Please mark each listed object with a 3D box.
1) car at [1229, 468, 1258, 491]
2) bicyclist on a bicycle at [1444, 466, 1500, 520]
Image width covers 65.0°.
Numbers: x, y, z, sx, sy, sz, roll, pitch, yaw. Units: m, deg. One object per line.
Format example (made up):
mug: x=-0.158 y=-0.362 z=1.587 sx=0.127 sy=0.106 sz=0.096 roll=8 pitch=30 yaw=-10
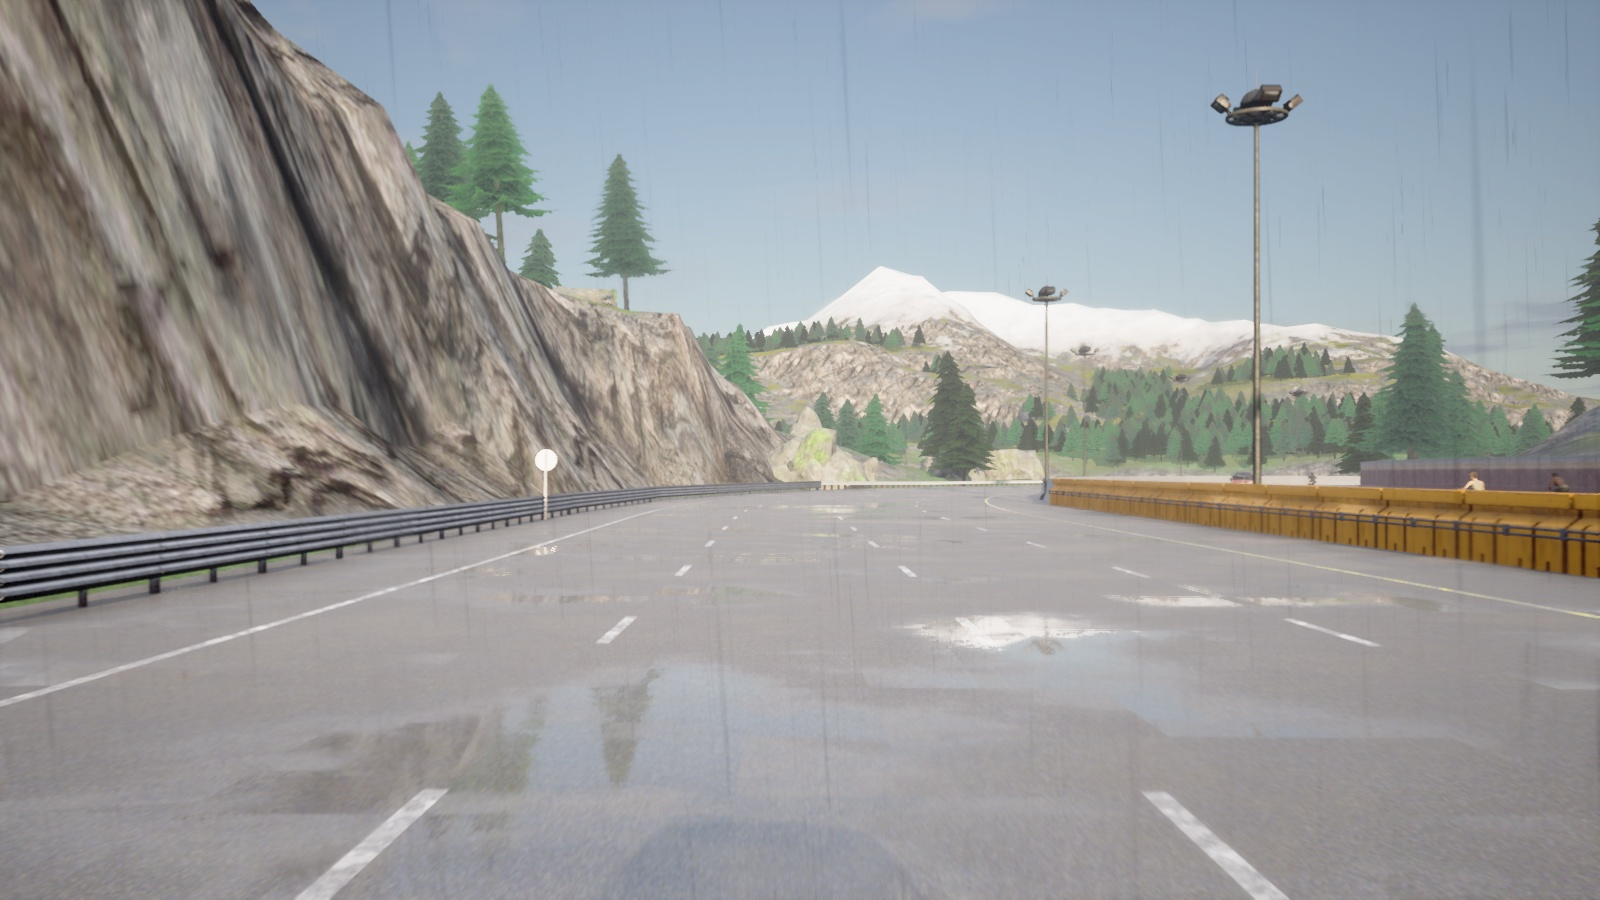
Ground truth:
car: x=30.980 y=2.058 z=87.781 sx=1.851 sy=1.617 sz=3.988 roll=-1 pitch=-1 yaw=19
bicyclist on a bicycle: x=20.660 y=1.315 z=38.644 sx=0.866 sy=1.612 sz=1.509 roll=0 pitch=-1 yaw=-1
